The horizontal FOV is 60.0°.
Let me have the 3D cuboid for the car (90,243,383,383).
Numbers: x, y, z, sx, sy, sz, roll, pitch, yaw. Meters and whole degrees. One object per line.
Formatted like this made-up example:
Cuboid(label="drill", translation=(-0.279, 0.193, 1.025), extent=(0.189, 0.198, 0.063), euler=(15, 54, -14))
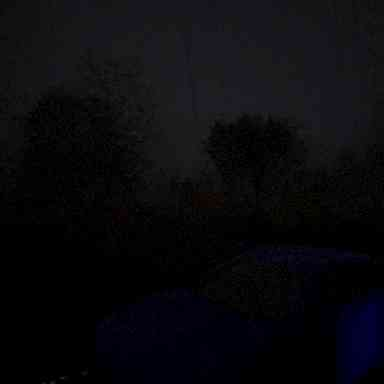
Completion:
Cuboid(label="car", translation=(1.251, 1.499, 4.333), extent=(5.008, 1.535, 1.882), euler=(0, 0, -36))
